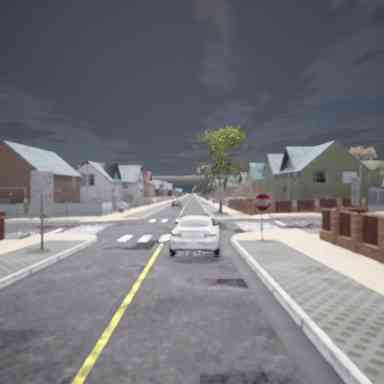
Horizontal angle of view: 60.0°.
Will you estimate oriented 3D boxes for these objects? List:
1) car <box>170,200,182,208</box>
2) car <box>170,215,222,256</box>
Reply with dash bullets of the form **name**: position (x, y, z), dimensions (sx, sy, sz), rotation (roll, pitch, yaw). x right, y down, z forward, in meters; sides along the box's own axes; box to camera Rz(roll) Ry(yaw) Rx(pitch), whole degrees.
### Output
- **car**: position (-2.789, 2.082, 59.576), dimensions (2.033, 1.411, 5.357), rotation (0, -1, 1)
- **car**: position (0.227, 1.650, 13.592), dimensions (1.812, 1.442, 4.674), rotation (0, -1, 5)
